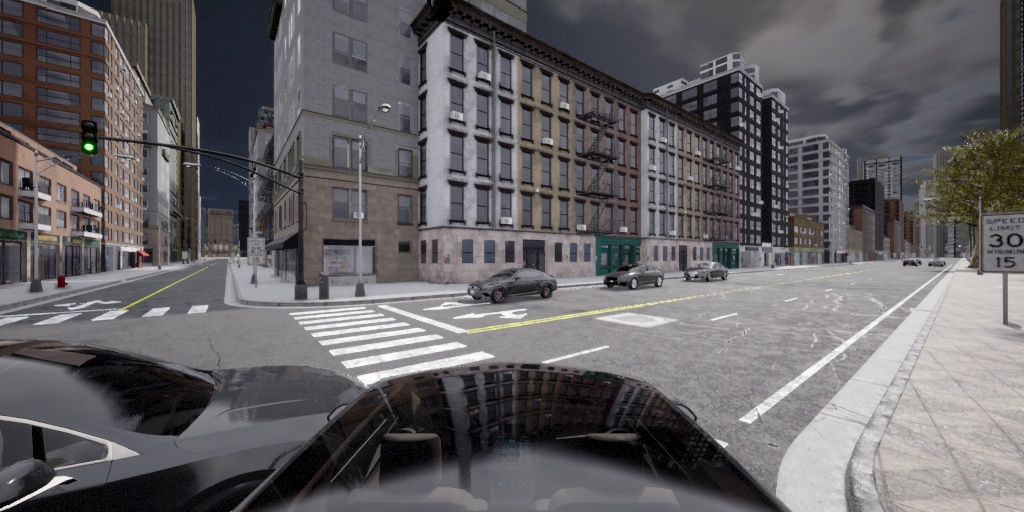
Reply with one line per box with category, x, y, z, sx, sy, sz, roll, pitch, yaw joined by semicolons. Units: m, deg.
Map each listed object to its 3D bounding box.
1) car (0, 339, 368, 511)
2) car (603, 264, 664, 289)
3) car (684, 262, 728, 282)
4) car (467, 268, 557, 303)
car;-3.206;1.257;1.906;4.892;1.490;1.837;0;0;-34
car;7.876;1.260;22.995;4.892;1.490;1.837;0;0;-38
car;15.949;1.238;29.386;4.902;1.511;2.128;0;0;-38
car;0.124;1.288;16.846;4.674;1.442;1.812;0;0;-38
